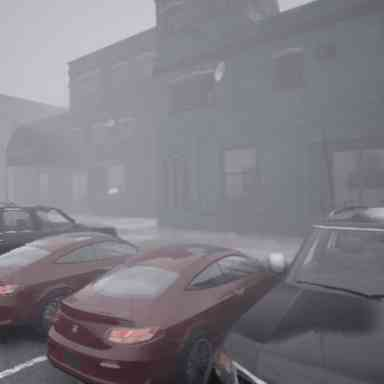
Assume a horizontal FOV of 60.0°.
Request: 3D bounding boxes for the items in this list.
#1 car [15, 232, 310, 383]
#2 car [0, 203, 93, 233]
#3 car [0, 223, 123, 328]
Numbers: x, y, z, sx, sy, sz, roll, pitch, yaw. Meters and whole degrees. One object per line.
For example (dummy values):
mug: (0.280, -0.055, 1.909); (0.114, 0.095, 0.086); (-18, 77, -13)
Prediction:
car: (0.104, 1.541, 5.278); (2.002, 1.452, 4.674); (-1, 0, 36)
car: (-4.351, 1.292, 8.497); (2.435, 2.045, 5.566); (-1, 0, 36)
car: (-2.105, 1.561, 6.856); (2.002, 1.452, 4.674); (-1, 0, 36)
